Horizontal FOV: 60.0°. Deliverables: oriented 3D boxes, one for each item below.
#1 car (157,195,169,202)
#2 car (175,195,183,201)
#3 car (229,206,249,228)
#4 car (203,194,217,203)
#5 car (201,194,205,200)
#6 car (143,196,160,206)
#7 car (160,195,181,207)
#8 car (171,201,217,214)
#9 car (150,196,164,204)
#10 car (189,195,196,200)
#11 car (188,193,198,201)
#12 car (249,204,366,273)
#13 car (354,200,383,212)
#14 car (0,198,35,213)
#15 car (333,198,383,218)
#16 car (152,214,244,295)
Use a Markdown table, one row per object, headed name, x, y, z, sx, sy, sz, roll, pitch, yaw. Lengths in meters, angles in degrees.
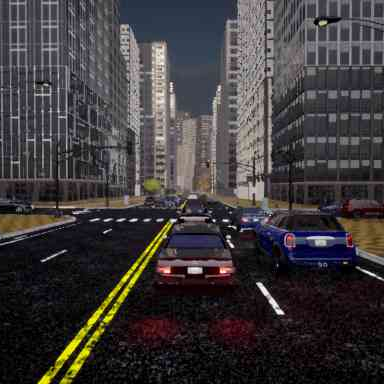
| name | x | y | z | sx | sy | sz | roll | pitch | yaw |
| --- | --- | --- | --- | --- | --- | --- | --- | --- | --- |
| car | -6.328 | 1.478 | 72.933 | 2.033 | 1.411 | 5.357 | 0 | 0 | 0 |
| car | -3.061 | 1.429 | 79.515 | 1.837 | 1.490 | 4.892 | 0 | 0 | 0 |
| car | 3.398 | 1.537 | 20.213 | 2.033 | 1.411 | 5.357 | 0 | 0 | 0 |
| car | 3.476 | 1.554 | 60.895 | 1.895 | 1.301 | 4.718 | 0 | 0 | 0 |
| car | 3.472 | 1.407 | 93.348 | 1.837 | 1.490 | 4.892 | 0 | 0 | 0 |
| car | -6.470 | 1.468 | 52.383 | 1.837 | 1.490 | 4.892 | 0 | 0 | 0 |
| car | -3.201 | 1.317 | 50.541 | 2.097 | 1.767 | 4.553 | 0 | 0 | -1 |
| car | 0.144 | 1.482 | 18.605 | 2.128 | 1.511 | 4.902 | 0 | 0 | 0 |
| car | -6.412 | 1.499 | 62.263 | 2.033 | 1.411 | 5.357 | 0 | 0 | 0 |
| car | 0.221 | 1.502 | 93.031 | 1.895 | 1.301 | 4.718 | 0 | 0 | 0 |
| car | 0.197 | 1.149 | 82.695 | 2.150 | 2.045 | 5.566 | 0 | 0 | 0 |
| car | 3.374 | 1.348 | 10.828 | 2.097 | 1.767 | 4.553 | 0 | 0 | 0 |
| car | 21.902 | 1.642 | 39.153 | 4.829 | 1.417 | 1.752 | 1 | 0 | 1 |
| car | -18.748 | 1.340 | 34.126 | 4.902 | 1.511 | 2.128 | 1 | 1 | 1 |
| car | 16.274 | 1.519 | 30.880 | 5.009 | 1.841 | 2.192 | 1 | 0 | 1 |
| car | 0.114 | 1.544 | 8.860 | 2.033 | 1.411 | 5.357 | 0 | 0 | 1 |
